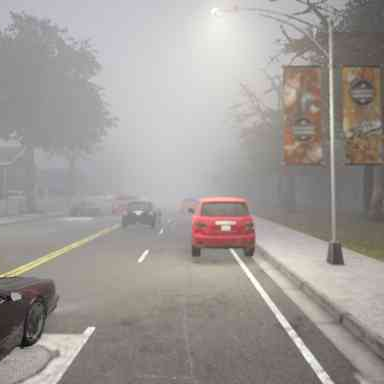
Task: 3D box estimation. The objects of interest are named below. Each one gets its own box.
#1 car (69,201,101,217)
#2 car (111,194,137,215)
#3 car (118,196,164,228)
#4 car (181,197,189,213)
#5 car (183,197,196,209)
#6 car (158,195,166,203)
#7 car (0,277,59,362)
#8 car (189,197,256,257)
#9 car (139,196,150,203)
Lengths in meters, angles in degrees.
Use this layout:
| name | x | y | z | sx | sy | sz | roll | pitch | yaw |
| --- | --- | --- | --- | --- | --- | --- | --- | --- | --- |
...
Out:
| name | x | y | z | sx | sy | sz | roll | pitch | yaw |
| --- | --- | --- | --- | --- | --- | --- | --- | --- | --- |
| car | -10.060 | 1.590 | 31.402 | 1.994 | 1.385 | 4.181 | 0 | 0 | 0 |
| car | -6.832 | 1.253 | 34.585 | 2.150 | 2.045 | 5.566 | 0 | 0 | 0 |
| car | -3.299 | 1.366 | 22.416 | 2.097 | 1.767 | 4.553 | 0 | 0 | 0 |
| car | -0.204 | 1.390 | 38.282 | 2.097 | 1.767 | 4.553 | 0 | 0 | 0 |
| car | -0.322 | 1.566 | 48.558 | 1.837 | 1.490 | 4.892 | 0 | 0 | 0 |
| car | -7.009 | 1.467 | 74.985 | 2.097 | 1.767 | 4.553 | 0 | 0 | 0 |
| car | -3.171 | 1.546 | 3.221 | 2.033 | 1.411 | 5.357 | 0 | 0 | 0 |
| car | 1.050 | 1.228 | 13.149 | 2.150 | 2.045 | 5.566 | 0 | 0 | 0 |
| car | -10.239 | 1.669 | 72.016 | 1.812 | 1.442 | 4.674 | 0 | 0 | 0 |
